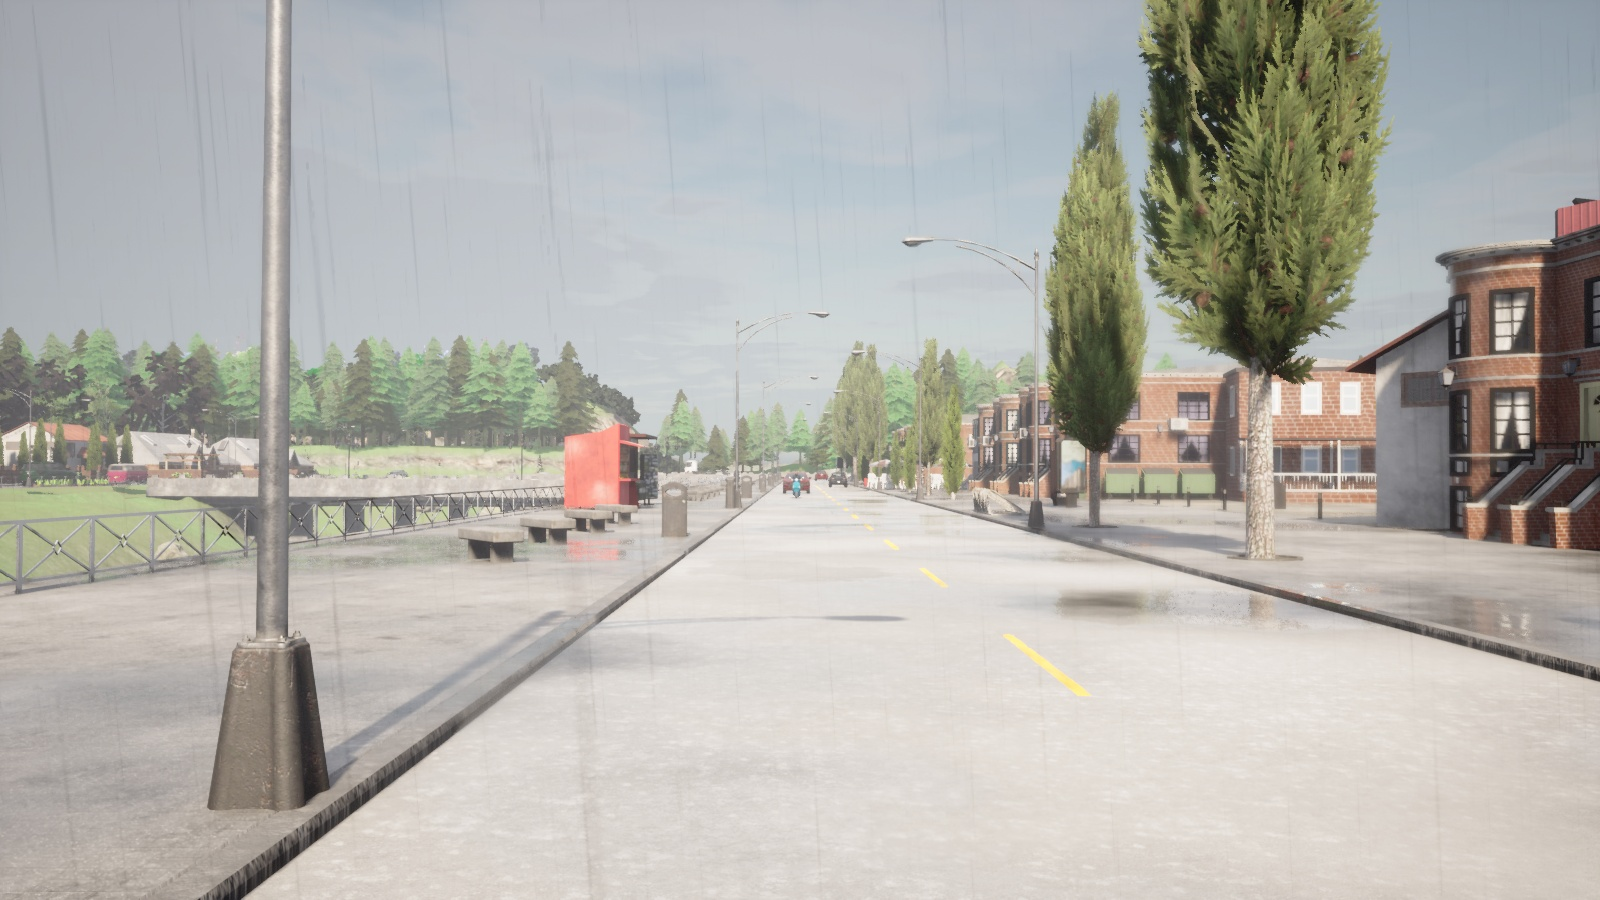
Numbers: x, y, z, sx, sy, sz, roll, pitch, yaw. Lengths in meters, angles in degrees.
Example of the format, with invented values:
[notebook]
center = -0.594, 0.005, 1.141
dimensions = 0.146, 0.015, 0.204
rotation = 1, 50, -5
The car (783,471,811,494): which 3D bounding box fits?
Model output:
[car]
center = -0.226, 2.248, 86.875
dimensions = 1.882, 1.535, 5.008
rotation = 0, -1, 0
